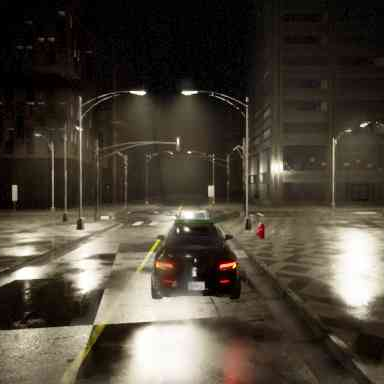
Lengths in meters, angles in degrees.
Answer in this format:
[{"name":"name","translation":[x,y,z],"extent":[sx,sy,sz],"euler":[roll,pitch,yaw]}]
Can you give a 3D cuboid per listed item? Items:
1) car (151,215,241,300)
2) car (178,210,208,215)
[{"name":"car","translation":[0.077,1.523,8.282],"extent":[1.812,1.442,4.674],"euler":[0,0,0]},{"name":"car","translation":[0.059,1.594,17.307],"extent":[1.895,1.301,4.718],"euler":[0,0,0]}]
